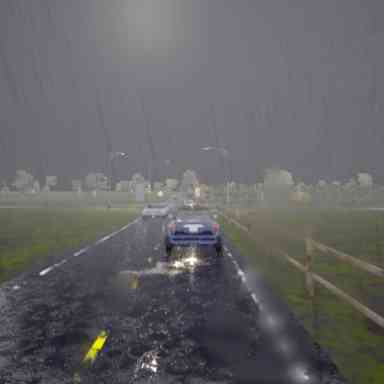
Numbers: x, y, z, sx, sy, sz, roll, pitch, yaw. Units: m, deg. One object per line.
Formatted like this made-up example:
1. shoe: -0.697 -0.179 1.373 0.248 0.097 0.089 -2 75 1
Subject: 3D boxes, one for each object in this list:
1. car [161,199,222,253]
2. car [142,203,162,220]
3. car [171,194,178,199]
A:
1. car: 0.043 1.351 13.899 2.097 1.767 4.553 0 0 0
2. car: -3.008 1.595 27.906 1.895 1.301 4.718 0 0 0
3. car: -4.860 1.423 94.006 1.837 1.490 4.892 0 0 -3
